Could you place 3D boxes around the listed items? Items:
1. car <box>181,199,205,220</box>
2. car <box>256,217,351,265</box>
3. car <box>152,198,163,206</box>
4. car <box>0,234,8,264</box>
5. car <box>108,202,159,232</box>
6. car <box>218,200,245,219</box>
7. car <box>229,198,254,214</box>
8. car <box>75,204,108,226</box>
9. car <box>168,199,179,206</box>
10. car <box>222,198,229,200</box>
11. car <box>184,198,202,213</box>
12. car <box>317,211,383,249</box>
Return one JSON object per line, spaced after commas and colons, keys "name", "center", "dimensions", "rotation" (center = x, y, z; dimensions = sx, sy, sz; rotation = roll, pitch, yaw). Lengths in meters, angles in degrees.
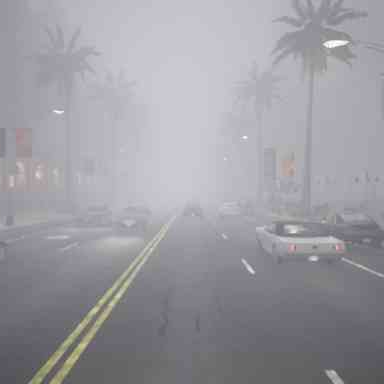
{"name": "car", "center": [0.079, 1.713, 30.671], "dimensions": [1.837, 1.490, 4.892], "rotation": [0, 0, 0]}
{"name": "car", "center": [3.592, 1.683, 12.035], "dimensions": [1.895, 1.301, 4.718], "rotation": [0, 0, 0]}
{"name": "car", "center": [-6.847, 1.966, 65.335], "dimensions": [1.812, 1.442, 4.674], "rotation": [0, 0, 1]}
{"name": "car", "center": [-7.106, 1.629, 9.331], "dimensions": [1.994, 1.385, 4.181], "rotation": [0, 0, 0]}
{"name": "car", "center": [-3.613, 1.637, 21.432], "dimensions": [2.128, 1.511, 4.902], "rotation": [0, 0, 0]}
{"name": "car", "center": [3.580, 1.742, 31.978], "dimensions": [1.812, 1.442, 4.674], "rotation": [0, 0, 0]}
{"name": "car", "center": [6.570, 1.654, 44.289], "dimensions": [2.185, 1.767, 4.553], "rotation": [0, 0, 0]}
{"name": "car", "center": [-7.115, 1.670, 24.689], "dimensions": [1.837, 1.490, 4.892], "rotation": [0, 0, 0]}
{"name": "car", "center": [-3.402, 1.985, 62.472], "dimensions": [1.994, 1.385, 4.181], "rotation": [0, 0, 1]}
{"name": "car", "center": [6.865, 1.960, 66.217], "dimensions": [2.161, 1.482, 4.786], "rotation": [0, 0, 0]}
{"name": "car", "center": [0.073, 1.635, 41.902], "dimensions": [2.097, 1.767, 4.553], "rotation": [0, 0, -1]}
{"name": "car", "center": [6.578, 1.583, 14.913], "dimensions": [2.231, 1.521, 4.892], "rotation": [0, 0, 0]}
